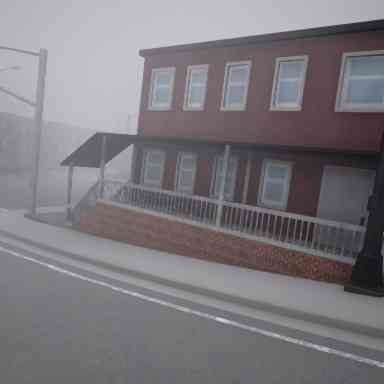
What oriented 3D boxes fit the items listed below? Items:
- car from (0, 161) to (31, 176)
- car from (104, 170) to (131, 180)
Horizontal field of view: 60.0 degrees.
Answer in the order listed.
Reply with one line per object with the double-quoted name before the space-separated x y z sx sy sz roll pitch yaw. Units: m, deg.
"car" -19.303 -2.512 34.667 1.837 1.490 4.892 10 6 35
"car" -10.042 -2.462 47.478 2.033 1.411 5.357 10 6 36
